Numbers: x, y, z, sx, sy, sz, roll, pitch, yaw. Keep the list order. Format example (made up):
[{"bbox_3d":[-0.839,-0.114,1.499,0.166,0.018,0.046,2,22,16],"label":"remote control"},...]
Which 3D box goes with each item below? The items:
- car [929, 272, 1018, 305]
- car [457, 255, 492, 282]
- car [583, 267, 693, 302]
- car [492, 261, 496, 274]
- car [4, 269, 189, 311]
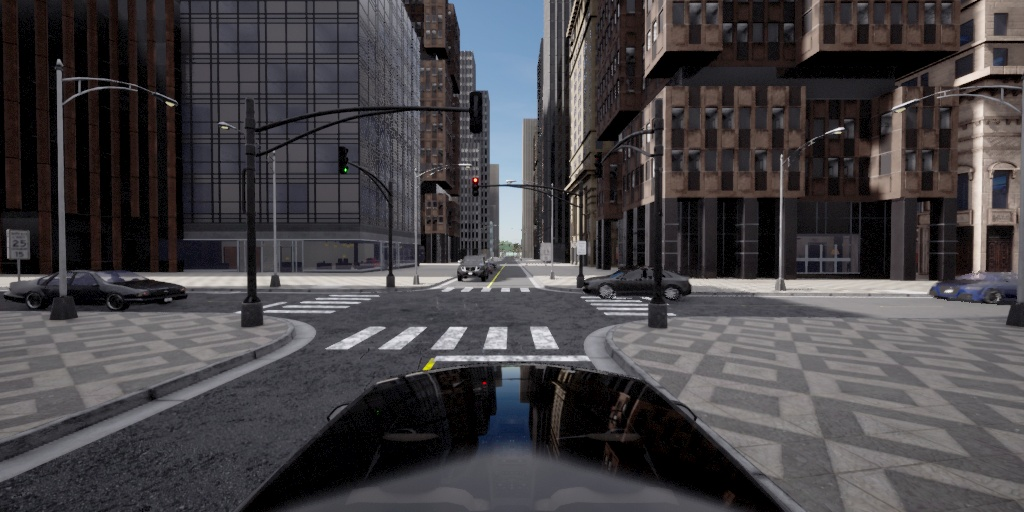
[{"bbox_3d":[22.256,1.464,16.626,4.181,1.385,1.994,0,1,0],"label":"car"},{"bbox_3d":[-3.112,0.958,29.570,2.150,2.045,5.566,0,0,0],"label":"car"},{"bbox_3d":[5.897,1.275,17.090,4.892,1.490,1.837,0,1,7],"label":"car"},{"bbox_3d":[-3.109,1.291,39.596,1.994,1.385,4.181,0,0,0],"label":"car"},{"bbox_3d":[-15.372,1.203,13.377,5.357,1.411,2.033,1,1,2],"label":"car"}]
